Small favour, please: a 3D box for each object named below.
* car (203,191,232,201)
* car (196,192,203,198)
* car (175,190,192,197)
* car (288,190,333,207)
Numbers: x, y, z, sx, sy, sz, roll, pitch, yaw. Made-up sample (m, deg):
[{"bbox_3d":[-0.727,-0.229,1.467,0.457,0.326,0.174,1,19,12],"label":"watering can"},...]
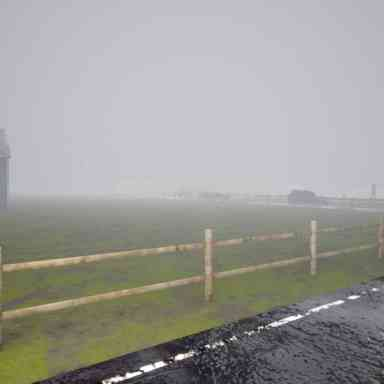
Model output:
[{"bbox_3d":[4.663,0.704,56.560,1.882,1.535,5.008,0,1,-35],"label":"car"},{"bbox_3d":[2.751,0.597,65.460,1.837,1.490,4.892,0,1,-35],"label":"car"},{"bbox_3d":[-1.814,0.362,71.802,1.837,1.490,4.892,0,1,-36],"label":"car"},{"bbox_3d":[14.908,0.764,42.172,2.150,2.045,5.566,0,1,-36],"label":"car"}]
